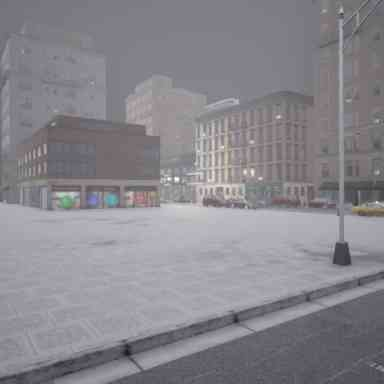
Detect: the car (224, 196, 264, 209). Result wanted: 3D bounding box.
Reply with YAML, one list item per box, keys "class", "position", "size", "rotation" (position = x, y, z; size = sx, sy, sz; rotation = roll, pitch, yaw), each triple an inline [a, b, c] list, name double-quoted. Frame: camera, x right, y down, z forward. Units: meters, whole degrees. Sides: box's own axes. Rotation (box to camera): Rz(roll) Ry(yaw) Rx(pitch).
- class: "car"
  position: [6.757, 1.569, 43.476]
  size: [2.008, 1.369, 4.403]
  rotation: [0, 0, -35]

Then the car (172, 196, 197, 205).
- class: "car"
  position: [-0.983, 1.504, 59.136]
  size: [1.837, 1.490, 4.892]
  rotation: [0, 0, -35]

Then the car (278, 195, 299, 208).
- class: "car"
  position: [13.332, 1.295, 48.077]
  size: [2.192, 1.841, 5.009]
  rotation: [0, 0, -35]

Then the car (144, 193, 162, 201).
- class: "car"
  position: [-9.392, 1.291, 80.548]
  size: [2.192, 1.841, 5.009]
  rotation: [0, 0, -35]

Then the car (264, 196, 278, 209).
- class: "car"
  position: [8.779, 1.359, 45.021]
  size: [2.097, 1.767, 4.553]
  rotation: [0, 0, -35]

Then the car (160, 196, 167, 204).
- class: "car"
  position: [-6.228, 1.597, 62.032]
  size: [1.802, 1.307, 4.206]
  rotation: [0, 0, -35]

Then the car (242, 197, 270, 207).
- class: "car"
  position: [10.086, 1.545, 52.716]
  size: [1.947, 1.339, 4.313]
  rotation: [0, 0, -35]

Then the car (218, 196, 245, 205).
- class: "car"
  position: [6.742, 1.504, 57.494]
  size: [1.752, 1.417, 4.829]
  rotation: [0, 0, -35]

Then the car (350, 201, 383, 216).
- class: "car"
  position: [16.594, 1.546, 29.420]
  size: [1.752, 1.417, 4.829]
  rotation: [0, 0, -35]

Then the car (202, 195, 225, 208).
- class: "car"
  position: [3.510, 1.332, 48.115]
  size: [2.192, 1.841, 5.009]
  rotation: [0, 0, -35]

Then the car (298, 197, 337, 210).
- class: "car"
  position: [16.579, 1.421, 43.438]
  size: [1.967, 1.590, 4.097]
  rotation: [0, 0, -35]
